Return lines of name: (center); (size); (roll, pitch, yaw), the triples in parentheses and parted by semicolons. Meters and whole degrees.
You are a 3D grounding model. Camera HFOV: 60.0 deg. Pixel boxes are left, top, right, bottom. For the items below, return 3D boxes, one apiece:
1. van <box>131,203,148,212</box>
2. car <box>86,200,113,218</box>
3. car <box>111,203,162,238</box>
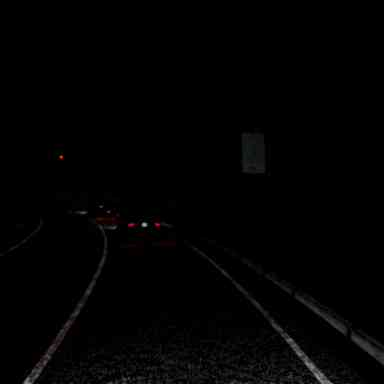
van: (-13.581, 3.941, 85.897); (4.442, 1.987, 1.878); (-5, -7, 33)
car: (-8.193, 1.451, 30.093); (2.128, 1.511, 4.902); (3, -1, -30)
car: (-2.938, 1.565, 17.795); (2.033, 1.411, 5.357); (1, 0, -17)
